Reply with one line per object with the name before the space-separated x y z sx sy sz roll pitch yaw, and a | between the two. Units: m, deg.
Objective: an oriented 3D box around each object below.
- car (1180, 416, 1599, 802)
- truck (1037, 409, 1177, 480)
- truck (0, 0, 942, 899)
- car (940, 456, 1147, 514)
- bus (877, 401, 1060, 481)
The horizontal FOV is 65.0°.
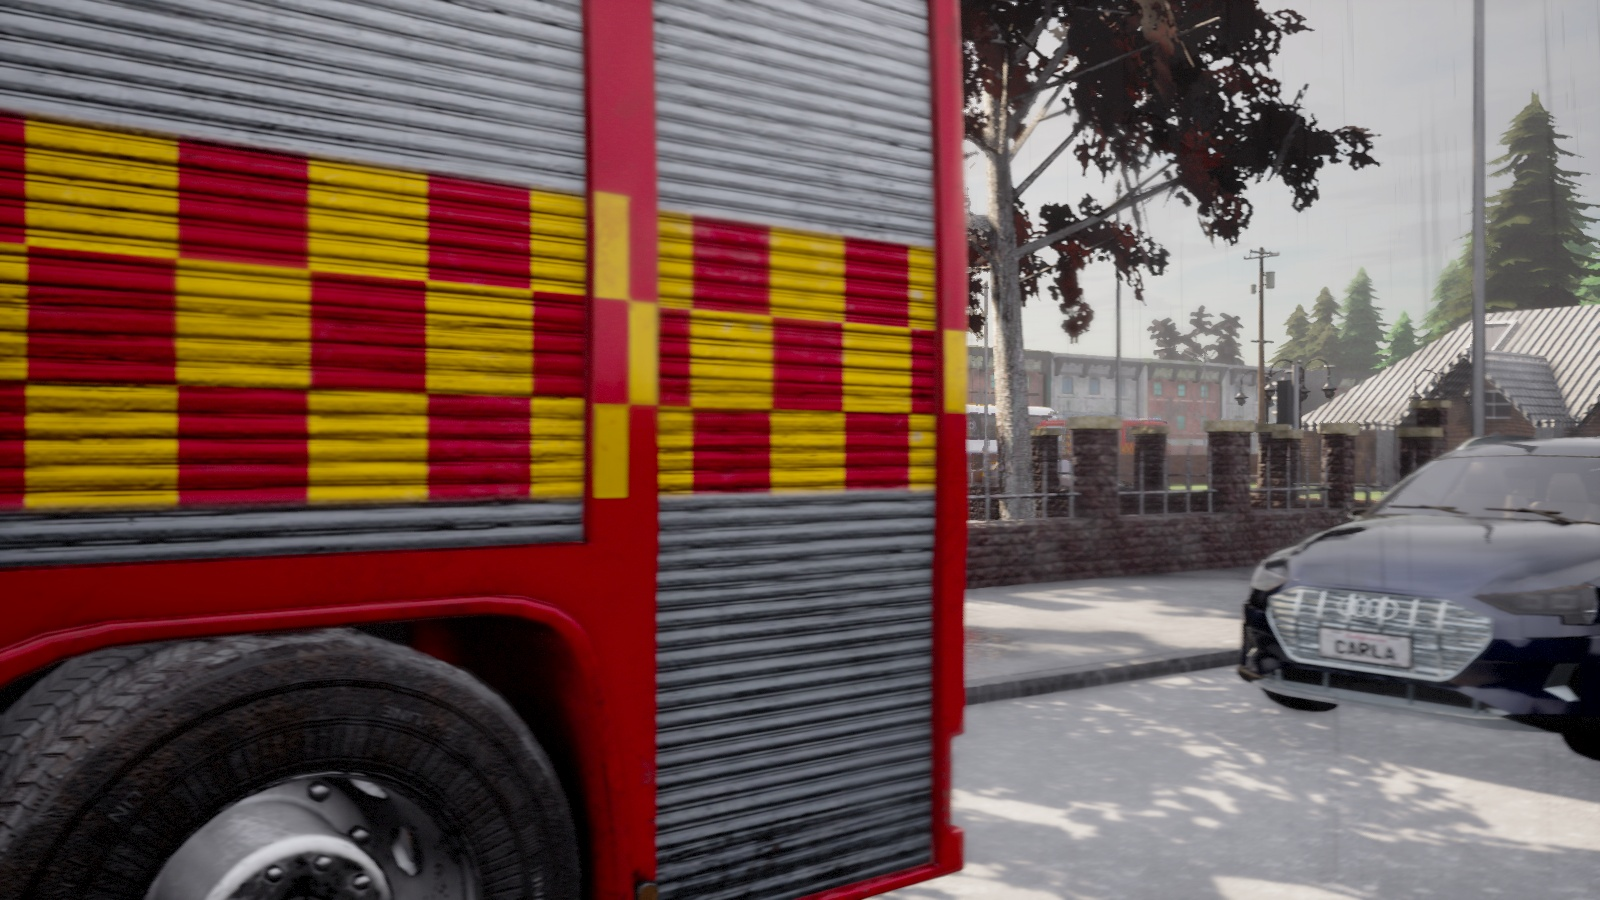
car | 4.635 0.684 7.682 4.856 1.649 2.033 0 0 -39
truck | 17.623 -0.281 71.734 8.468 3.827 2.891 0 0 -35
truck | -3.871 -0.407 1.708 8.468 3.827 2.891 0 0 -38
car | 6.289 0.860 33.069 2.033 1.411 5.357 0 0 -37
bus | 9.625 -0.478 71.051 10.273 4.253 3.944 0 0 -35
